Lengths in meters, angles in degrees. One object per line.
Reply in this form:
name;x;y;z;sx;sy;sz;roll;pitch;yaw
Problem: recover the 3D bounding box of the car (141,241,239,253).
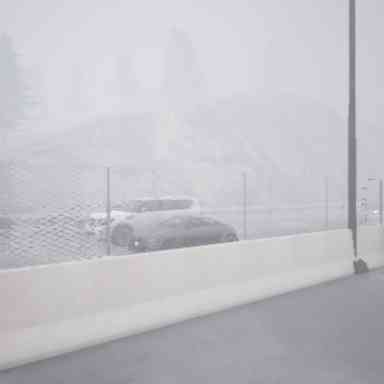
car;-0.247;1.563;12.405;4.181;1.385;1.994;0;0;-35
